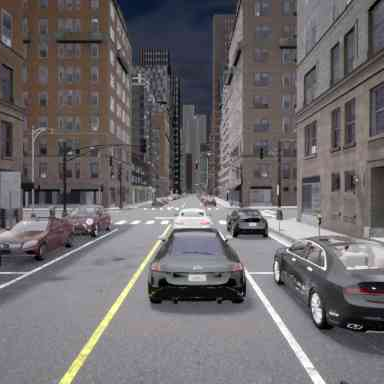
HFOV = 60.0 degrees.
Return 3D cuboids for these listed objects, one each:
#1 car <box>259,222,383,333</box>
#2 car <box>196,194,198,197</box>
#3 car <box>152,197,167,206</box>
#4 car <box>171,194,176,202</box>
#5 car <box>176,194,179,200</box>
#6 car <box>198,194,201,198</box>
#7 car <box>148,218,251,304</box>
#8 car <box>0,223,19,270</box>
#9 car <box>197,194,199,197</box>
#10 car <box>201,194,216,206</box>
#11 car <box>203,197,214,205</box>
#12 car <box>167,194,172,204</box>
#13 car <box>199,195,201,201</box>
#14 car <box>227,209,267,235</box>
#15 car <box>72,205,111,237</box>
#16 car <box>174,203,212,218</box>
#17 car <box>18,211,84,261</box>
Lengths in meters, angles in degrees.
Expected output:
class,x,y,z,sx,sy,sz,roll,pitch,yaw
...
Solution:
class,x,y,z,sx,sy,sz,roll,pitch,yaw
car,2.860,1.551,6.726,2.008,1.369,4.403,0,0,0
car,3.037,1.458,92.682,2.192,1.841,5.009,0,0,0
car,-5.588,1.618,54.839,1.802,1.307,4.206,0,0,0
car,-5.516,1.626,81.711,1.752,1.417,4.829,0,0,0
car,-5.488,1.457,92.699,2.192,1.841,5.009,0,0,0
car,2.994,1.525,76.454,1.967,1.590,4.097,0,0,0
car,0.089,1.564,8.192,1.994,1.385,4.181,0,0,0
car,-5.665,1.566,6.733,1.947,1.339,4.313,0,0,0
car,3.023,1.561,87.272,1.967,1.590,4.097,0,0,0
car,2.936,1.476,54.819,1.967,1.590,4.097,0,0,0
car,2.951,1.571,60.398,1.752,1.417,4.829,0,0,0
car,-5.559,1.607,65.656,2.008,1.369,4.403,0,0,0
car,2.966,1.607,65.636,2.008,1.369,4.403,0,0,0
car,2.870,1.567,17.728,1.947,1.339,4.313,0,0,0
car,-5.655,1.441,17.736,1.967,1.590,4.097,0,0,0
car,0.049,1.526,16.951,1.812,1.442,4.674,0,0,1
car,-5.660,1.582,12.235,1.802,1.307,4.206,0,0,0
